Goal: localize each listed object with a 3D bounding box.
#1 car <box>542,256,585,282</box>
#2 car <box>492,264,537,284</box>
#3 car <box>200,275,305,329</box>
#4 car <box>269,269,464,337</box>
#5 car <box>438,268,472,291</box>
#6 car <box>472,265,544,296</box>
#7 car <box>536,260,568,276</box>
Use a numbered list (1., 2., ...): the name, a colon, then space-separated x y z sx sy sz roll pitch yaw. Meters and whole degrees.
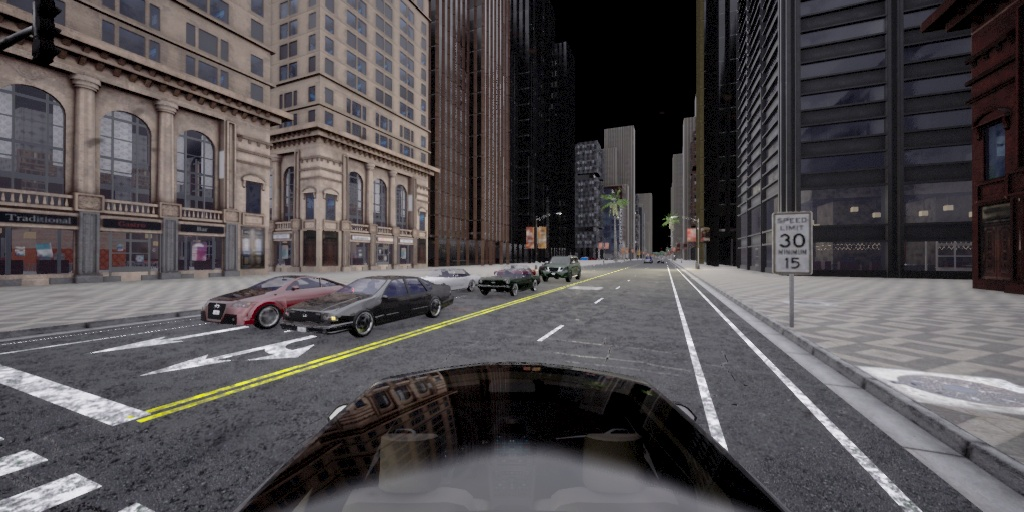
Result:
1. car: 4.158 0.987 29.357 2.150 2.045 5.566 0 0 23
2. car: 0.282 1.364 28.561 1.895 1.301 4.718 0 0 23
3. car: -7.057 1.316 11.337 1.994 1.385 4.181 0 0 23
4. car: -3.800 1.299 10.698 2.033 1.411 5.357 0 0 23
5. car: -3.626 1.357 19.398 1.895 1.301 4.718 0 0 23
6. car: -0.040 1.358 19.519 1.895 1.301 4.718 0 0 23
7. car: 4.319 1.251 37.935 1.882 1.535 5.008 0 0 24
